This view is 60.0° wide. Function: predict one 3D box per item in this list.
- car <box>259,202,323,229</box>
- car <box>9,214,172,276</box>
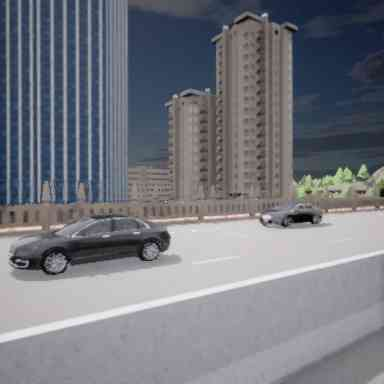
[{"bbox_3d":[6.455,1.434,21.486,4.902,1.511,2.128,0,0,-35],"label":"car"},{"bbox_3d":[-2.967,1.493,10.473,4.892,1.490,1.837,0,0,-35],"label":"car"}]
